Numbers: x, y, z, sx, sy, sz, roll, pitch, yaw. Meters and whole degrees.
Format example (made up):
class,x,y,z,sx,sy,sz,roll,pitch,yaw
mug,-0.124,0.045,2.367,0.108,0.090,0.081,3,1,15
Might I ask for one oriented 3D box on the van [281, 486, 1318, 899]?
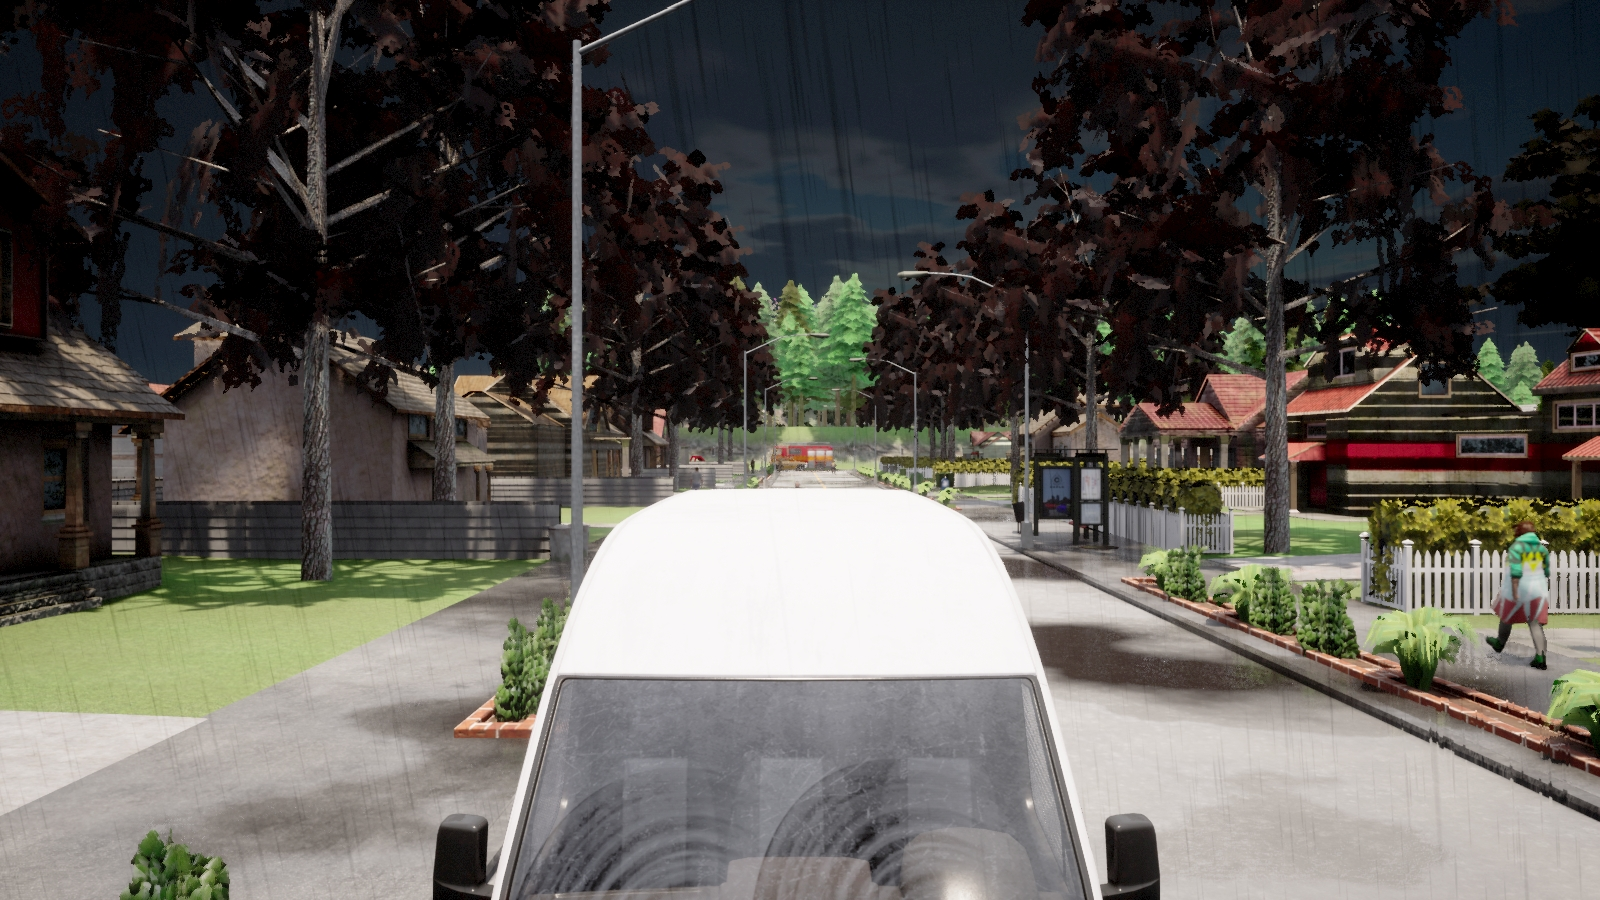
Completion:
class,x,y,z,sx,sy,sz,roll,pitch,yaw
van,-0.006,1.534,5.149,1.988,2.561,5.915,0,0,0

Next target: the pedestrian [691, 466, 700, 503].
class,x,y,z,sx,sy,sz,roll,pitch,yaw
pedestrian,-5.315,1.743,58.178,0.375,1.860,0.375,0,0,3

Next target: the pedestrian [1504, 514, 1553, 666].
class,x,y,z,sx,sy,sz,roll,pitch,yaw
pedestrian,9.132,1.744,14.322,0.375,1.860,0.375,0,0,1
